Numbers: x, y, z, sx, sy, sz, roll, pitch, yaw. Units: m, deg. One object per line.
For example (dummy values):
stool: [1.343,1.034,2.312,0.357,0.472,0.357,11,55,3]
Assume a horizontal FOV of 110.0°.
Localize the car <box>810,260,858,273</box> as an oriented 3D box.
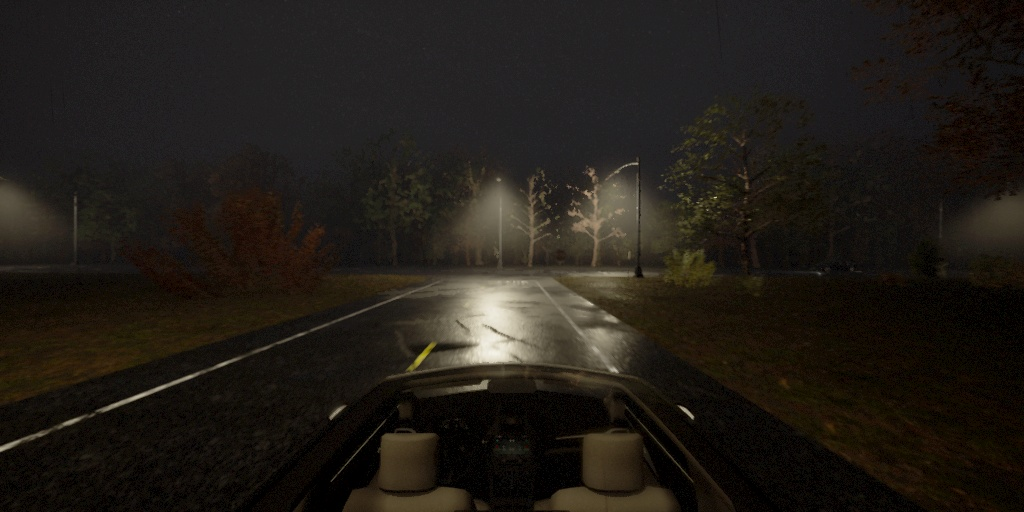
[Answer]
car: [38.770,1.285,43.251,4.892,1.490,1.837,-1,0,0]
